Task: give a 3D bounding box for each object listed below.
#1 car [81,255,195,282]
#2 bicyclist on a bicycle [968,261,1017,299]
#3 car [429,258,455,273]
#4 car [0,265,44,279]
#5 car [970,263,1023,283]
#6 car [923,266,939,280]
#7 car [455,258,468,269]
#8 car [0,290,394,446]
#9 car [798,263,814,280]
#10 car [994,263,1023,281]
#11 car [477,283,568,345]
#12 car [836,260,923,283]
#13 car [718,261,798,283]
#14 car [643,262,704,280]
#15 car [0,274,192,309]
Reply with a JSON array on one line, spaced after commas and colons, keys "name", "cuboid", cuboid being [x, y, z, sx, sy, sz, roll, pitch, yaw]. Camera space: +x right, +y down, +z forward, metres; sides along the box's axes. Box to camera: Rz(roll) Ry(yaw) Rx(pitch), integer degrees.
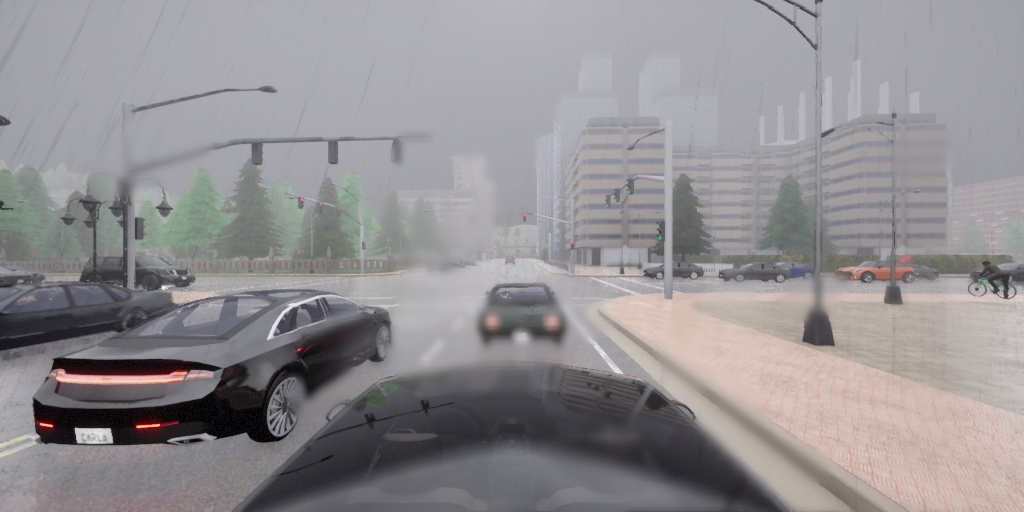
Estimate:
[{"name": "car", "cuboid": [-22.395, 0.972, 21.558, 5.566, 2.045, 2.150, 0, 0, 2]}, {"name": "bicyclist on a bicycle", "cuboid": [21.176, 1.051, 15.851, 0.582, 1.620, 1.656, 0, 0, 2]}, {"name": "car", "cuboid": [-8.879, 1.241, 44.312, 2.128, 1.511, 4.902, 0, 0, 2]}, {"name": "car", "cuboid": [-32.422, 1.228, 21.913, 5.008, 1.535, 1.882, 0, 0, 2]}, {"name": "car", "cuboid": [37.522, 1.228, 26.792, 5.008, 1.535, 1.882, 0, 0, 2]}, {"name": "car", "cuboid": [33.255, 1.314, 30.445, 4.181, 1.385, 1.994, 0, 0, 1]}, {"name": "car", "cuboid": [-8.517, 1.102, 54.883, 2.097, 1.767, 4.553, 0, 0, 2]}, {"name": "car", "cuboid": [-3.331, 1.242, 5.327, 2.128, 1.511, 4.902, 0, 0, 1]}, {"name": "car", "cuboid": [23.300, 1.228, 30.773, 5.008, 1.535, 1.882, 0, 0, 2]}, {"name": "car", "cuboid": [44.564, 1.297, 30.035, 5.357, 1.411, 2.033, 0, 0, 2]}, {"name": "car", "cuboid": [0.260, 1.351, 9.480, 1.895, 1.301, 4.718, 0, 0, 1]}, {"name": "car", "cuboid": [27.407, 1.102, 27.135, 4.553, 1.767, 2.097, 0, 0, 2]}, {"name": "car", "cuboid": [18.474, 1.255, 27.430, 4.892, 1.490, 1.837, 0, 0, 2]}, {"name": "car", "cuboid": [13.952, 1.255, 31.079, 4.892, 1.490, 1.837, 0, 0, 2]}, {"name": "car", "cuboid": [-10.485, 1.297, 7.803, 2.033, 1.411, 5.357, 0, 0, 1]}]
